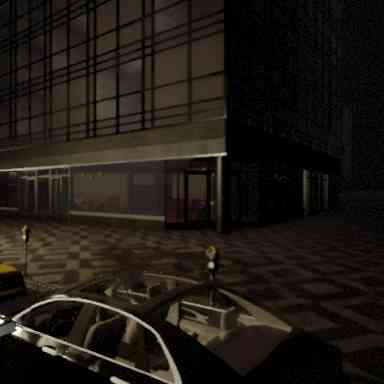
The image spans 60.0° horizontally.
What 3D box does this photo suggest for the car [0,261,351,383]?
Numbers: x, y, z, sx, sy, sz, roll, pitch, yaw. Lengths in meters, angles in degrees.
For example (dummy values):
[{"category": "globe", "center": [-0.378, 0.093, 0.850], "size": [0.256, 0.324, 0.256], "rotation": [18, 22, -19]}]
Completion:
[{"category": "car", "center": [-0.745, 1.551, 3.493], "size": [4.403, 1.369, 2.008], "rotation": [0, 0, 35]}]
